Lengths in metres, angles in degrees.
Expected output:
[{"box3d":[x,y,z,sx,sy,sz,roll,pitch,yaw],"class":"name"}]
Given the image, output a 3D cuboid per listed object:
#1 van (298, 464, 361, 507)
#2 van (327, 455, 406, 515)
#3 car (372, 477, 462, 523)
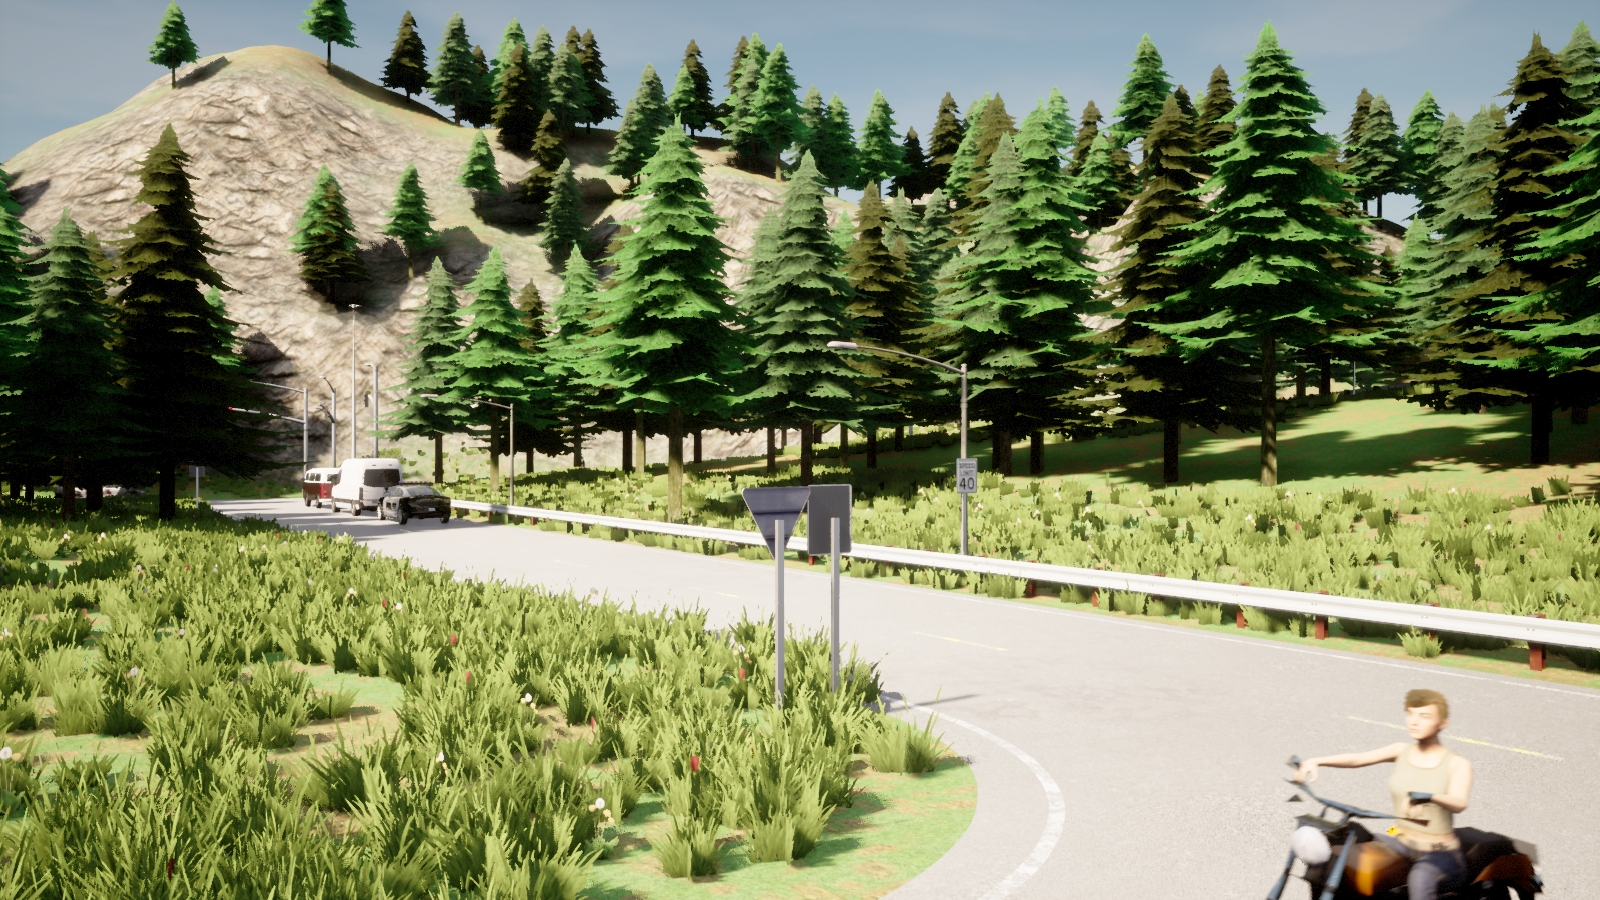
[{"box3d":[-24.143,1.782,58.581,2.069,2.038,4.480,0,0,-35],"class":"van"},{"box3d":[-20.079,1.534,52.765,1.988,2.561,5.915,0,0,-35],"class":"van"},{"box3d":[-15.723,1.982,46.760,2.097,1.638,5.238,0,0,-35],"class":"car"}]
